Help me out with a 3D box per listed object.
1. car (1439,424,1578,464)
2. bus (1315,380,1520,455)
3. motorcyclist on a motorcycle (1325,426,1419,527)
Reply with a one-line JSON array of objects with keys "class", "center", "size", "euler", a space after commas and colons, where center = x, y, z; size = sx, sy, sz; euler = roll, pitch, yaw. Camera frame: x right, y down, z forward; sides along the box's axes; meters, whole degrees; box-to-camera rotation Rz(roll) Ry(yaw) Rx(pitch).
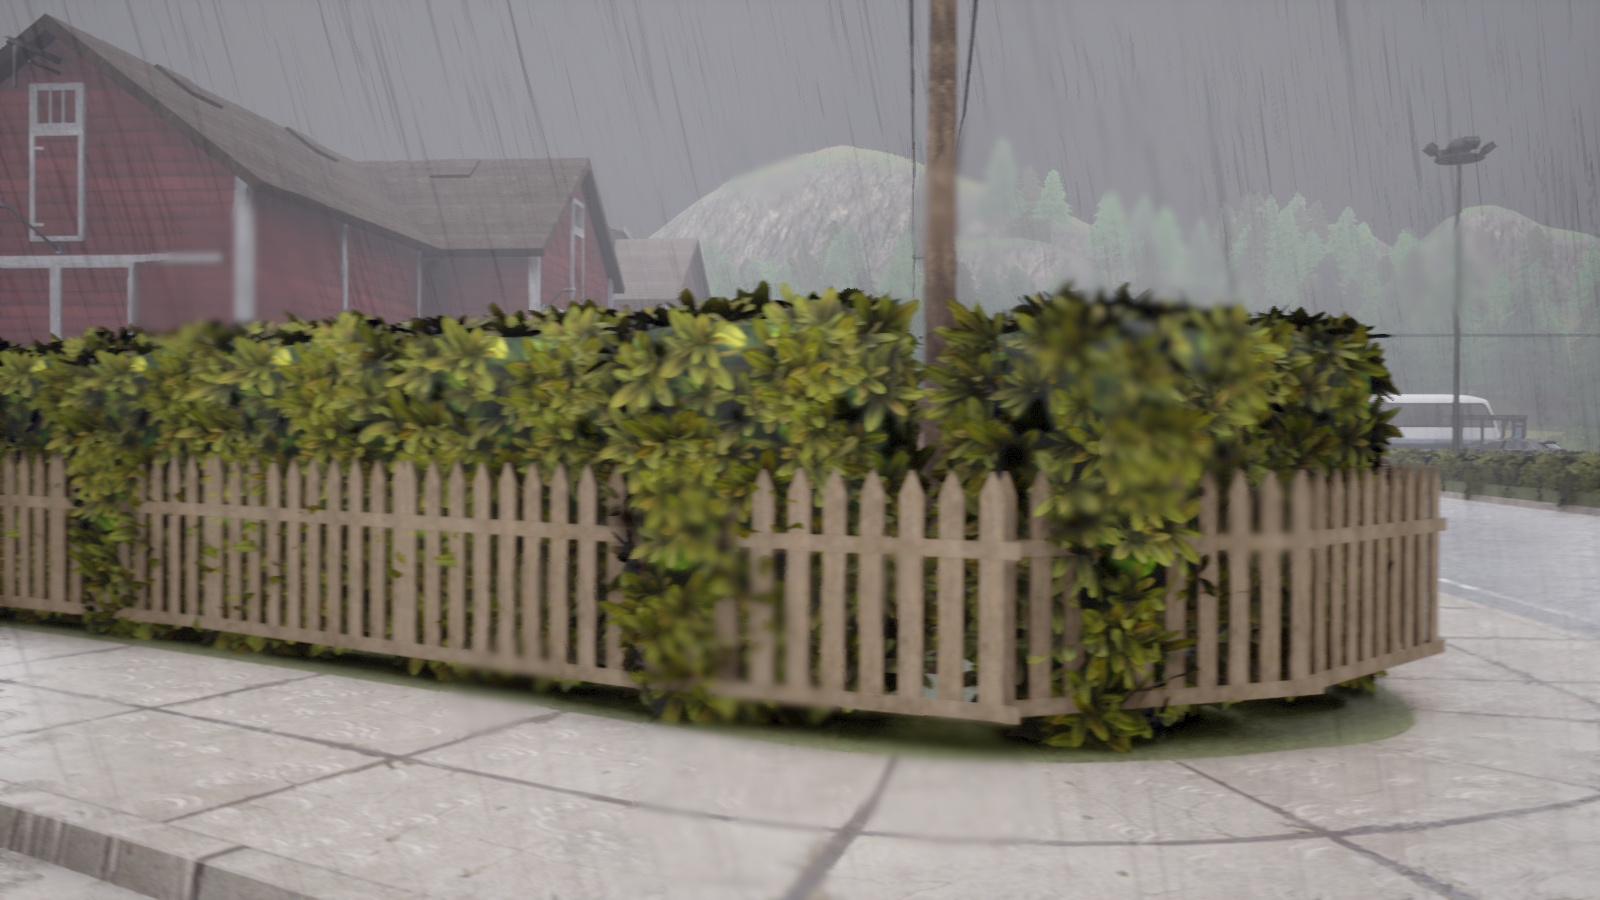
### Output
[{"class": "car", "center": [30.561, -0.251, 54.314], "size": [2.033, 1.649, 4.856], "euler": [-1, 0, -34]}, {"class": "bus", "center": [36.892, -1.888, 75.438], "size": [10.273, 4.253, 3.944], "euler": [-1, 1, 6]}, {"class": "motorcyclist on a motorcycle", "center": [9.832, 0.410, 21.686], "size": [0.766, 1.649, 2.350], "euler": [-1, 1, 6]}]
